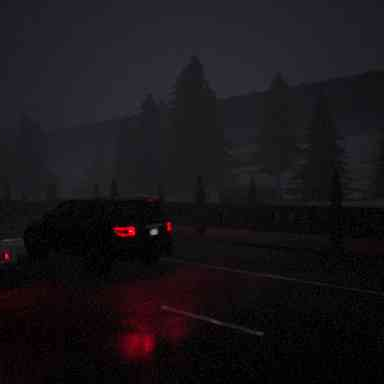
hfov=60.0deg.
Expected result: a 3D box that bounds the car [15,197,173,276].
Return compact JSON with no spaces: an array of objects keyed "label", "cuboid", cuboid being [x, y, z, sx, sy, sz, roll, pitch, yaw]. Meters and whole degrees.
[{"label":"car","cuboid":[-3.110,1.176,10.485,5.566,2.045,2.150,-1,0,38]}]

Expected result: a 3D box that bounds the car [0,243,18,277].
[{"label":"car","cuboid":[-6.634,1.551,8.732,4.718,1.301,1.895,0,0,36]}]
